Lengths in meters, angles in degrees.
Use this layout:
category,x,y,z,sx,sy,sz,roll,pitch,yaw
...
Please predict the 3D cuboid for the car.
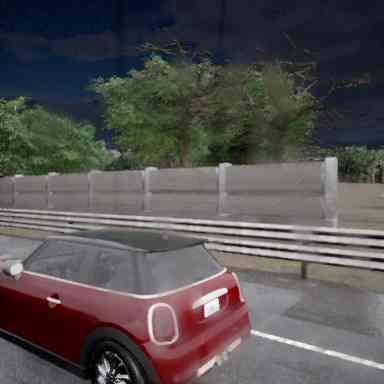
category,x,y,z,sx,sy,sz,roll,pitch,yaw
car,-1.503,1.346,5.060,4.553,1.767,2.097,0,0,35
